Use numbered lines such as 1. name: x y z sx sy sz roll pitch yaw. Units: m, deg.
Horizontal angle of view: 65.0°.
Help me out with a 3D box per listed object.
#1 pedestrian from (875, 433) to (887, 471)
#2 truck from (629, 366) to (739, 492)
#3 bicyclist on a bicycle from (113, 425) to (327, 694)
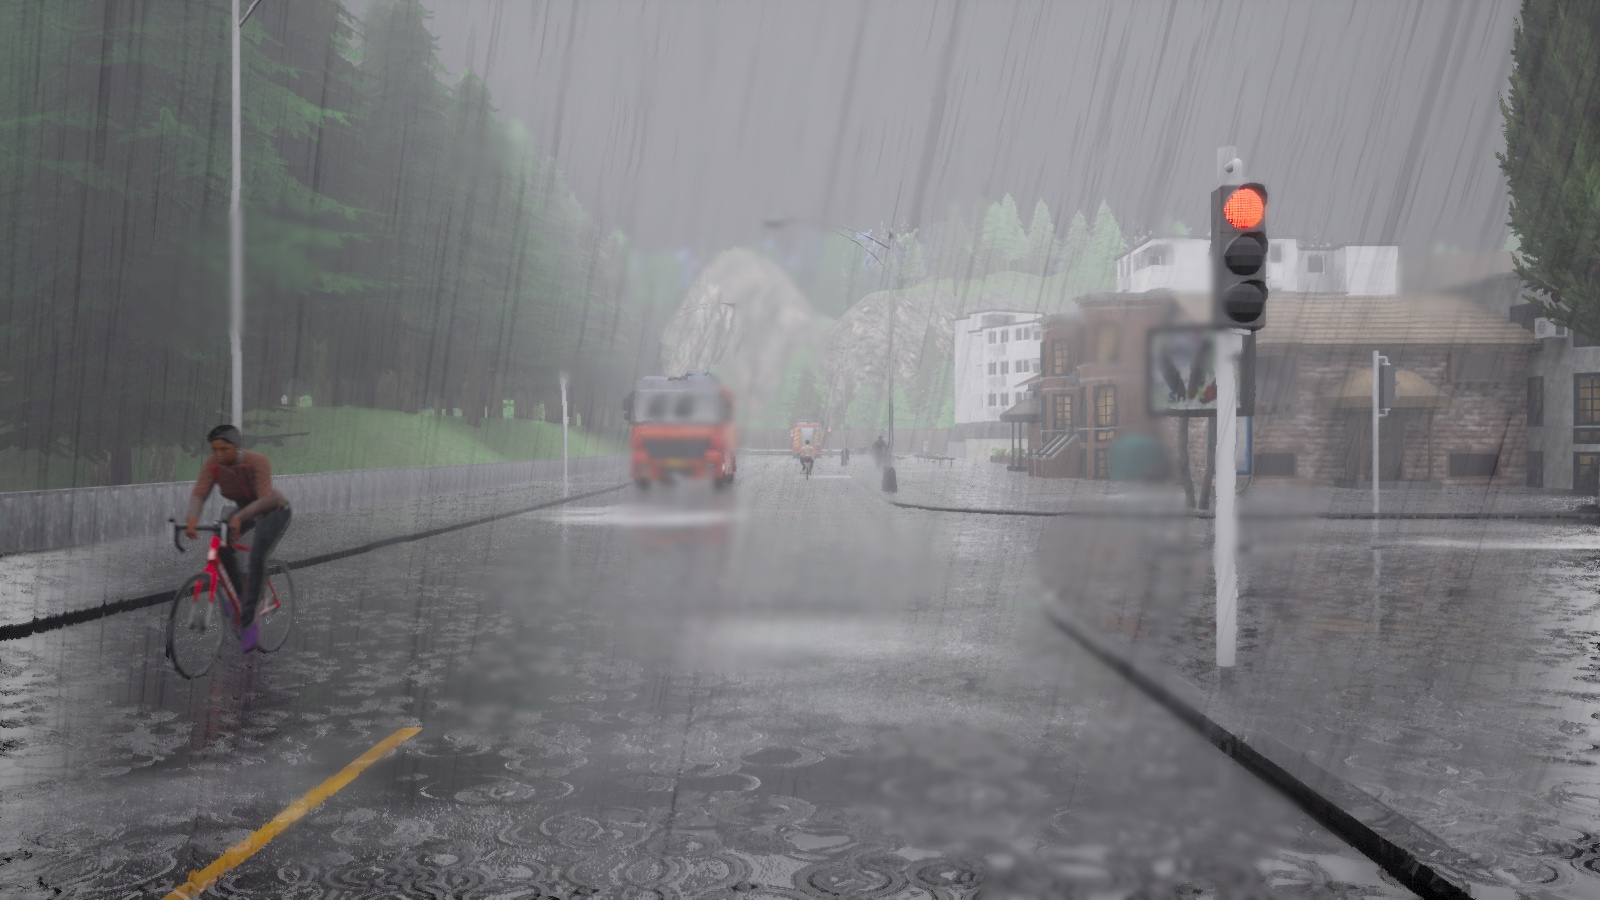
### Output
1. pedestrian: 3.990 0.107 61.894 0.563 1.883 0.849 0 0 1
2. truck: -3.747 -0.661 42.435 2.891 3.827 8.468 0 0 0
3. bicyclist on a bicycle: -3.805 0.649 8.389 0.582 1.620 1.656 0 1 4
